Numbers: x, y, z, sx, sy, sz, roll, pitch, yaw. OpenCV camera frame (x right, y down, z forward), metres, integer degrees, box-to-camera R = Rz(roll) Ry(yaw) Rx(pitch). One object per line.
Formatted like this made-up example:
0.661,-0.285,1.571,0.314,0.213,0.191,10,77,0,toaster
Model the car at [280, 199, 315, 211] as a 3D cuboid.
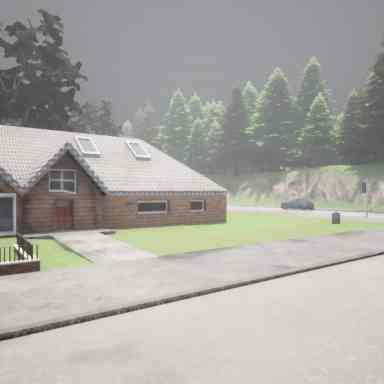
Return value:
13.181,1.563,41.741,1.994,1.385,4.181,0,0,-35,car
